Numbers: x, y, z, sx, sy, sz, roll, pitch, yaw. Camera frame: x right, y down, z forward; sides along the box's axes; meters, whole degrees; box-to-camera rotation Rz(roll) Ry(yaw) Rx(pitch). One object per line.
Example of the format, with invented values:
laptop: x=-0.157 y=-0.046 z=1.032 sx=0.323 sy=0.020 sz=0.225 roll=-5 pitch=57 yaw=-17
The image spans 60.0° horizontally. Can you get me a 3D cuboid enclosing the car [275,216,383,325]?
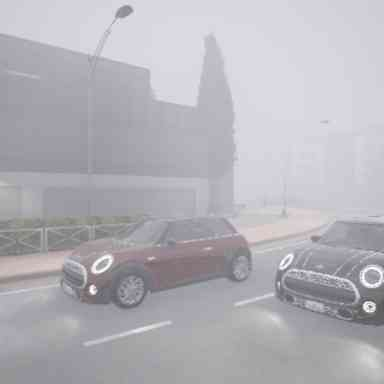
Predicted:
car: x=3.795 y=1.354 z=7.141 sx=4.553 sy=1.767 sz=2.097 roll=0 pitch=0 yaw=-41

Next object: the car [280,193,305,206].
car: x=16.612 y=1.241 z=56.473 sx=2.150 sy=2.045 sz=5.566 roll=0 pitch=-1 yaw=-22

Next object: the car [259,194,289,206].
car: x=13.239 y=1.561 z=55.534 sx=2.033 sy=1.411 sz=5.357 roll=0 pitch=0 yaw=-23

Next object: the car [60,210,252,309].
car: x=-0.685 y=1.353 z=8.021 sx=4.553 sy=1.767 sz=2.097 roll=0 pitch=0 yaw=-38
